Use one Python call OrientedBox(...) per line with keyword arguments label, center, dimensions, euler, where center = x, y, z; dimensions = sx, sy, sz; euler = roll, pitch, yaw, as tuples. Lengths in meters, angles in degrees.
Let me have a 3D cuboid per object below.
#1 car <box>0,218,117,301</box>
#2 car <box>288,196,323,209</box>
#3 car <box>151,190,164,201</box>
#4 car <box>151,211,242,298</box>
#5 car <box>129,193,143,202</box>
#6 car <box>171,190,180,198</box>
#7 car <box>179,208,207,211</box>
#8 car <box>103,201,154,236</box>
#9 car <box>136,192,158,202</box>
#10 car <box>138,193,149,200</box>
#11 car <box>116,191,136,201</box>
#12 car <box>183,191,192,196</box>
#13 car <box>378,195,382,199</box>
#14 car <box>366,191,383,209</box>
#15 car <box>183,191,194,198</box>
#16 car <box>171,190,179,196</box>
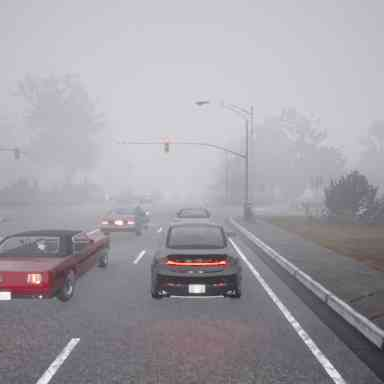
OrientedBox(label="car", center=(-3.415, 1.570, 8.209), dimensions=(1.895, 1.301, 4.718), euler=(0, 0, 0))
OrientedBox(label="car", center=(13.659, 1.214, 38.436), dimensions=(4.902, 1.511, 2.128), euler=(0, 0, -3))
OrientedBox(label="car", center=(-7.195, 0.709, 65.013), dimensions=(2.150, 2.045, 5.566), euler=(0, 1, -3))
OrientedBox(label="car", center=(0.086, 1.472, 8.390), dimensions=(1.837, 1.490, 4.892), euler=(0, 0, 0))
OrientedBox(label="car", center=(-10.687, 0.981, 63.755), dimensions=(1.882, 1.535, 5.008), euler=(0, 1, 0))
OrientedBox(label="car", center=(-4.159, 0.756, 84.771), dimensions=(2.128, 1.511, 4.902), euler=(0, 1, -4))
OrientedBox(label="car", center=(0.076, 1.495, 17.703), dimensions=(1.895, 1.301, 4.718), euler=(0, 0, 0))
OrientedBox(label="car", center=(-3.449, 1.441, 17.798), dimensions=(2.033, 1.411, 5.357), euler=(0, 0, -1))
OrientedBox(label="car", center=(-7.202, 1.146, 53.350), dimensions=(2.033, 1.411, 5.357), euler=(0, 0, 0))
OrientedBox(label="car", center=(-10.755, 0.984, 73.841), dimensions=(1.895, 1.301, 4.718), euler=(0, 1, -1))
OrientedBox(label="car", center=(-10.701, 0.816, 53.868), dimensions=(2.150, 2.045, 5.566), euler=(0, 0, 0))
OrientedBox(label="car", center=(-1.441, 0.456, 95.186), dimensions=(2.033, 1.411, 5.357), euler=(0, 1, -7))
OrientedBox(label="car", center=(21.855, 1.101, 35.211), dimensions=(4.553, 1.767, 2.097), euler=(0, 0, -3))
OrientedBox(label="car", center=(23.743, 0.939, 39.026), dimensions=(5.566, 2.045, 2.150), euler=(0, 0, -4))
OrientedBox(label="car", center=(-0.687, 0.775, 85.309), dimensions=(1.994, 1.385, 4.181), euler=(0, 1, -4))
OrientedBox(label="car", center=(-4.921, 0.275, 94.818), dimensions=(2.097, 1.767, 4.553), euler=(0, 1, -7))
